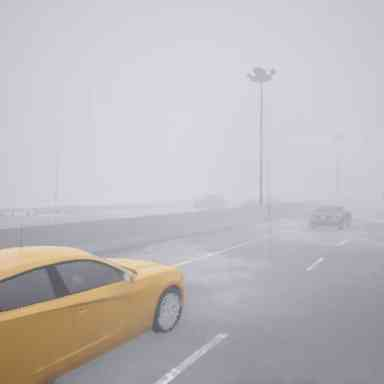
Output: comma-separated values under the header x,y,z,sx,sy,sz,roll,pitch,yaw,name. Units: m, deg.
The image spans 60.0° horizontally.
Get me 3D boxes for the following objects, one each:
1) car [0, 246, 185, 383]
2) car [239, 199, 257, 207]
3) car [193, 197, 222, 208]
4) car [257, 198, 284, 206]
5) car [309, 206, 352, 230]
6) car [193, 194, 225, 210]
x,y,z,sx,sy,sz,roll,pitch,yaw,name
-2.006,1.474,4.441,1.882,1.535,5.008,0,0,33,car
8.284,1.631,46.237,1.895,1.301,4.718,0,0,33,car
2.389,1.512,50.014,2.128,1.511,4.902,0,0,33,car
10.554,1.559,43.329,1.812,1.442,4.674,0,0,34,car
8.932,1.571,21.267,2.033,1.411,5.357,0,0,33,car
2.344,1.239,43.588,2.150,2.045,5.566,0,0,33,car
